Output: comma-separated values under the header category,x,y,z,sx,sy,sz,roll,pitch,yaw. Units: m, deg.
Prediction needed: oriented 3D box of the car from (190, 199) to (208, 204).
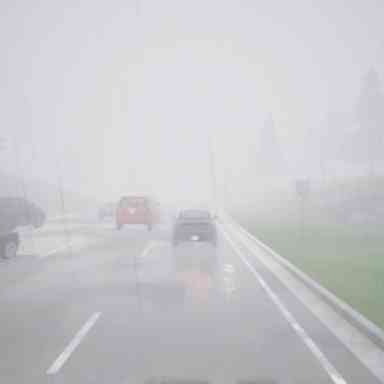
category,x,y,z,sx,sy,sz,roll,pitch,yaw
car,0.715,1.525,35.715,1.812,1.442,4.674,0,0,3

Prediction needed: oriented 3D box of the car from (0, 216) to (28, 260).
category,x,y,z,sx,sy,sz,roll,pitch,yaw
car,-6.898,1.600,9.498,1.895,1.301,4.718,0,0,0

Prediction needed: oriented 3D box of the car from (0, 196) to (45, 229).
category,x,y,z,sx,sy,sz,roll,pitch,yaw
car,-10.349,1.221,18.542,2.150,2.045,5.566,0,0,1

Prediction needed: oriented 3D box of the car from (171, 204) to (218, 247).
category,x,y,z,sx,sy,sz,roll,pitch,yaw
car,0.119,1.505,15.071,1.837,1.490,4.892,0,0,0

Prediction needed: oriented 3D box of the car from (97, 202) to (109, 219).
category,x,y,z,sx,sy,sz,roll,pitch,yaw
car,-6.597,1.547,28.678,2.033,1.411,5.357,0,0,2

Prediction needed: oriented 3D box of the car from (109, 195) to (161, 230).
category,x,y,z,sx,sy,sz,roll,pitch,yaw
car,-3.305,1.221,21.198,2.150,2.045,5.566,0,0,1
